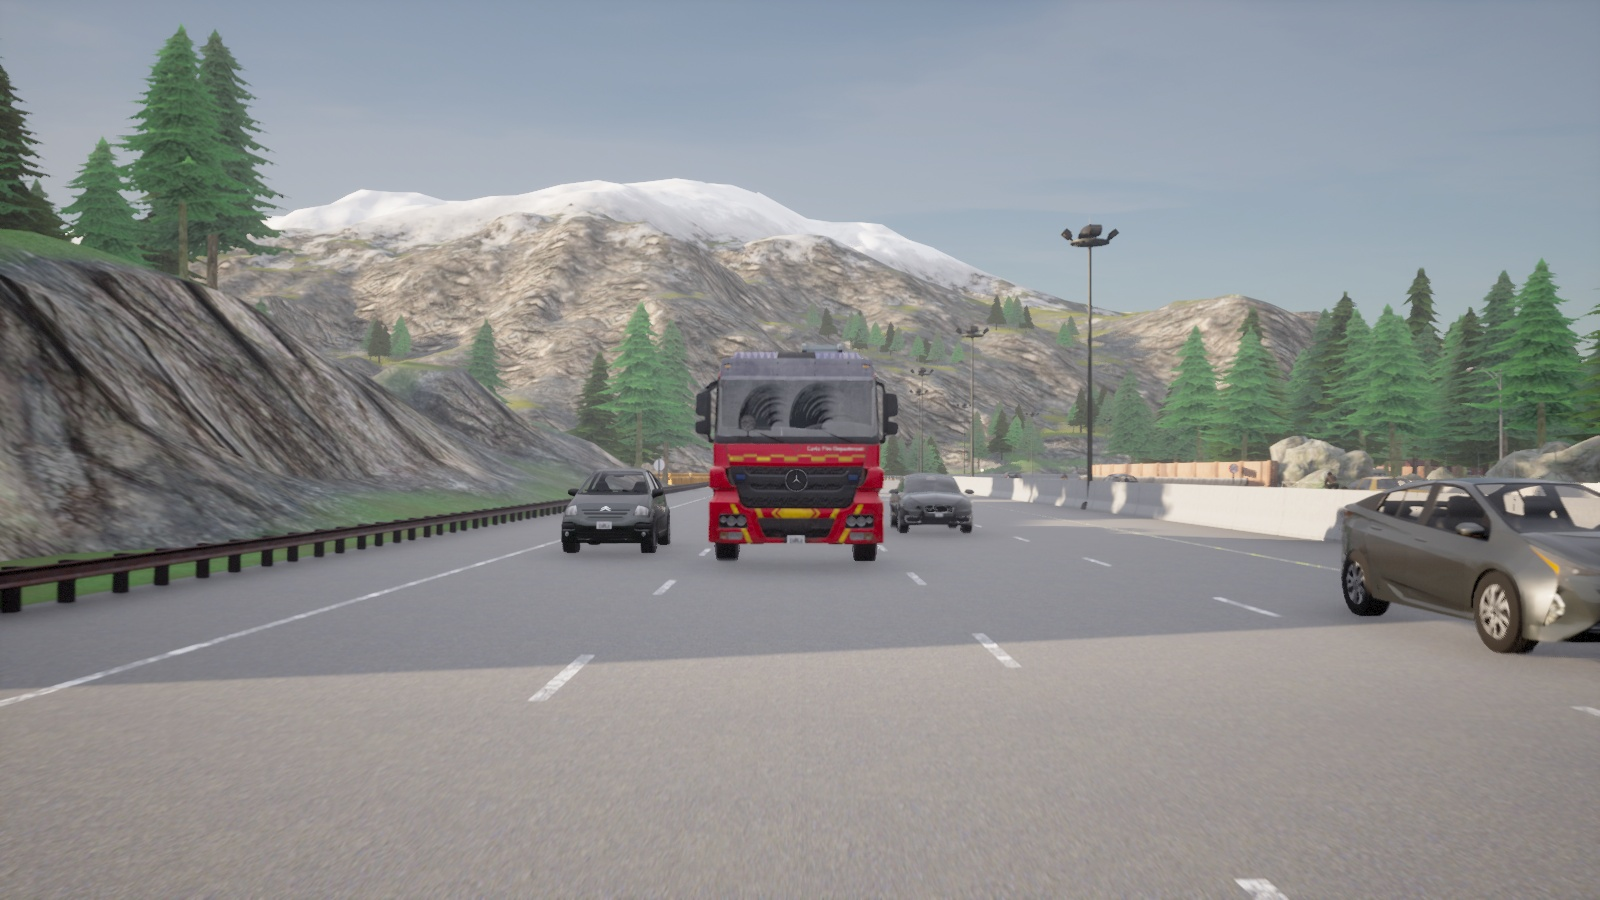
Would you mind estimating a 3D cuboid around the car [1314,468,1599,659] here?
[{"bbox_3d":[6.970,0.939,12.282,2.007,1.525,4.514,0,-1,0],"label":"car"}]

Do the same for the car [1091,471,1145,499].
[{"bbox_3d":[17.334,1.908,68.627,1.816,1.474,4.193,0,-1,0],"label":"car"}]

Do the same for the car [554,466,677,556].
[{"bbox_3d":[-3.561,1.144,24.884,1.851,1.617,3.988,0,-1,0],"label":"car"}]

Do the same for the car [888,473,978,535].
[{"bbox_3d":[3.420,1.359,33.053,1.837,1.490,4.892,0,-1,0],"label":"car"}]

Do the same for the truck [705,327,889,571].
[{"bbox_3d":[-0.063,0.053,24.049,2.891,3.827,8.468,0,-1,0],"label":"truck"}]

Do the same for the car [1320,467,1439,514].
[{"bbox_3d":[20.889,1.432,45.512,1.801,1.575,5.366,0,-1,0],"label":"car"}]
